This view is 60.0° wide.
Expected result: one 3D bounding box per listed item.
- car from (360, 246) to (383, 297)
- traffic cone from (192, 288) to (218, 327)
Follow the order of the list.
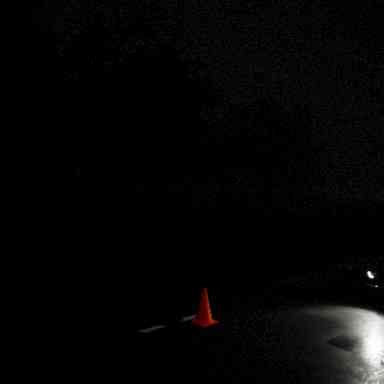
[{"bbox_3d":[5.856,1.546,7.854,5.357,1.411,2.033,0,0,-43],"label":"car"},{"bbox_3d":[0.225,1.963,5.779,0.340,0.580,0.340,0,0,-38],"label":"traffic cone"}]
